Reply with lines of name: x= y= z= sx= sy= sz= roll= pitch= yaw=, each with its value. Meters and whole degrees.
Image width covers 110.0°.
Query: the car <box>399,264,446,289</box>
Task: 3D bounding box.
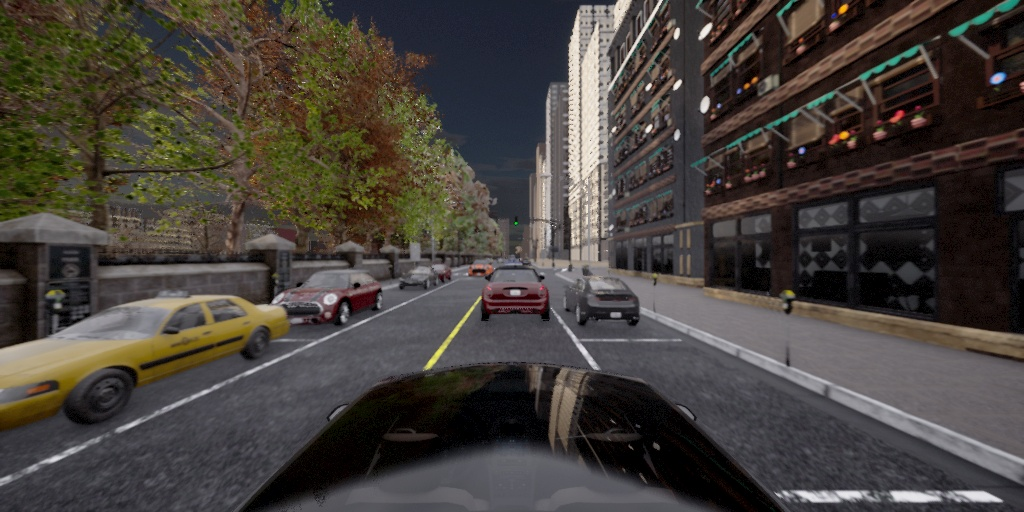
car: x=-5.764 y=1.284 z=22.558 sx=2.007 sy=1.370 sz=4.403 roll=0 pitch=0 yaw=0

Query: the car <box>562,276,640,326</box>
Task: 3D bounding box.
car: x=2.691 y=1.292 z=11.483 sx=2.007 sy=1.370 sz=4.403 roll=0 pitch=0 yaw=0

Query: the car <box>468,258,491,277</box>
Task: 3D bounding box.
car: x=-3.000 y=1.077 z=34.875 sx=2.097 sy=1.767 sz=4.553 roll=0 pitch=0 yaw=0

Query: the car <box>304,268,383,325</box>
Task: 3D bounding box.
car: x=-5.690 y=1.182 z=11.483 sx=1.967 sy=1.591 sz=4.097 roll=0 pitch=0 yaw=0

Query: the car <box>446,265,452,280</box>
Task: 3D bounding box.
car: x=-5.815 y=1.275 z=28.098 sx=1.888 sy=1.381 sz=4.507 roll=0 pitch=0 yaw=0

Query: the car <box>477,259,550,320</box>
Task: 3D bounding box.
car: x=0.101 y=1.092 z=12.623 sx=2.097 sy=1.767 sz=4.553 roll=0 pitch=0 yaw=0

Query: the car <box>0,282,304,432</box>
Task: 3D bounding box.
car: x=-5.691 y=1.272 z=5.774 sx=1.751 sy=1.417 sz=4.829 roll=0 pitch=0 yaw=0
